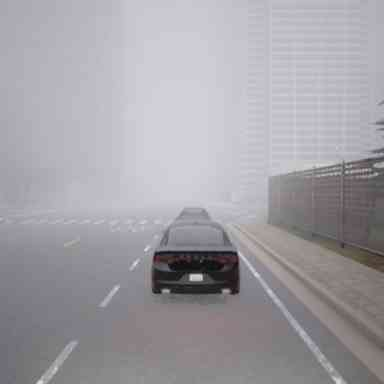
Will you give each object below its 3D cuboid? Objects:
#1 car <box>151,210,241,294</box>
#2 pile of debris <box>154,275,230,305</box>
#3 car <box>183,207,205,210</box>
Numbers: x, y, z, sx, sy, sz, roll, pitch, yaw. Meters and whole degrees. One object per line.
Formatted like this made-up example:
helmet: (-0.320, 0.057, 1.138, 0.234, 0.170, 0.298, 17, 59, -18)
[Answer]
car: (0.081, 1.459, 8.755, 1.882, 1.535, 5.008, 0, 0, 0)
pile of debris: (-0.009, 2.159, 7.482, 1.500, 0.140, 1.860, 0, 0, 0)
car: (0.120, 1.525, 18.390, 1.994, 1.385, 4.181, 0, 0, 2)
